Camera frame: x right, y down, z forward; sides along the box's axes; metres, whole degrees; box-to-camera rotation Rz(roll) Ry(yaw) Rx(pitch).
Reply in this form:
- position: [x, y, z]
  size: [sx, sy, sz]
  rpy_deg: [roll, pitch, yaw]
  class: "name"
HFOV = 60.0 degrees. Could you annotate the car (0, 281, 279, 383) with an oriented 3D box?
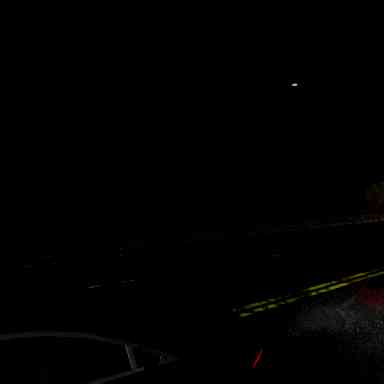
- position: [-1.397, 1.492, 2.466]
  size: [4.902, 1.511, 2.128]
  rpy_deg: [0, 0, -36]
  class: "car"
